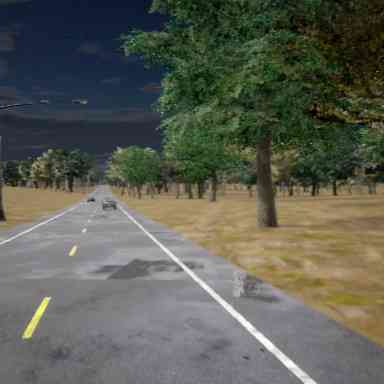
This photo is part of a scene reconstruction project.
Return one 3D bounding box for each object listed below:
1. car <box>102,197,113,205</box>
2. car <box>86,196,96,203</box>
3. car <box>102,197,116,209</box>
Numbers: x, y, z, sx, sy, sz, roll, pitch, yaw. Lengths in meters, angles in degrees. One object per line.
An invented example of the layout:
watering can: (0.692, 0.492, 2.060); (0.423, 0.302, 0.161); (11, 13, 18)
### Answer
car: (-16.413, 1.661, 64.836); (2.033, 1.411, 5.357); (-1, 1, -14)
car: (-22.918, 1.660, 75.720); (2.033, 1.411, 5.357); (-1, 1, -15)
car: (-11.771, 1.645, 47.402); (2.128, 1.511, 4.902); (-1, 0, -15)
